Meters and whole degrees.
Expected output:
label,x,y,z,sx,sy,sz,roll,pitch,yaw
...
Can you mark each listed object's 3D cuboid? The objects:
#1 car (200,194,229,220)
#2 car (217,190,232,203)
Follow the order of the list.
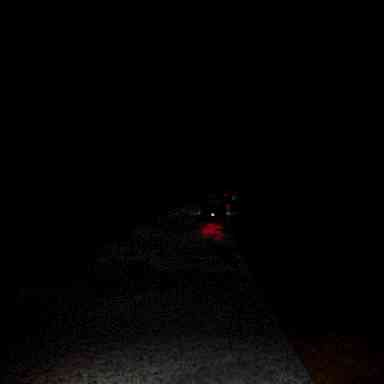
label,x,y,z,sx,sy,sz,roll,pitch,yaw
car,1.696,1.225,25.373,1.837,1.490,4.892,0,2,6
car,4.151,0.481,42.661,2.128,1.511,4.902,1,3,9
